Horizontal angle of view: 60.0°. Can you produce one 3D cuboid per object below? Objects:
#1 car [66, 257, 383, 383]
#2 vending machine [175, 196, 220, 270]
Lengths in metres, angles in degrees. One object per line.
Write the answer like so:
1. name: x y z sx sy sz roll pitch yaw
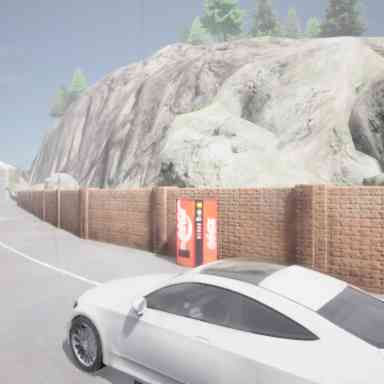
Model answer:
1. car: 0.427 1.526 3.853 4.674 1.442 1.812 0 0 39
2. vending machine: 0.172 1.195 10.270 0.880 2.100 1.100 0 0 42
